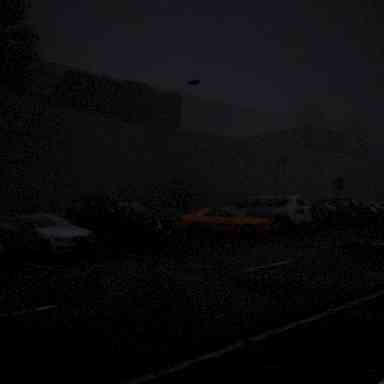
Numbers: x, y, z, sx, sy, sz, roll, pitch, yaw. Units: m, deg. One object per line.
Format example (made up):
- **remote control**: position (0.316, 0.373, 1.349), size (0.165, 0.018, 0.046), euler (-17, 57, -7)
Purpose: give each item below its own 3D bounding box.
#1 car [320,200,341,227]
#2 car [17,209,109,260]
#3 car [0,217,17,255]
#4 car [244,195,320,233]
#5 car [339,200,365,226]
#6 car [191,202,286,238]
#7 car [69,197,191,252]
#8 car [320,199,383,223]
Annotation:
- **car**: position (6.598, 1.479, 21.287), size (4.792, 1.488, 2.163), euler (-1, 0, 35)
- **car**: position (-5.610, 1.535, 12.569), size (4.674, 1.452, 2.002), euler (-1, -1, 35)
- **car**: position (-8.210, 1.490, 10.923), size (5.366, 1.575, 1.946), euler (-1, -1, 35)
- **car**: position (4.151, 1.218, 19.549), size (5.566, 2.045, 2.435), euler (-1, 0, 35)
- **car**: position (9.075, 1.469, 23.023), size (4.674, 1.452, 2.002), euler (-1, -1, 35)
- **car**: position (1.884, 1.478, 17.688), size (5.366, 1.575, 1.946), euler (-1, -1, 35)
- **car**: position (-3.135, 1.247, 14.299), size (5.566, 2.045, 2.435), euler (-1, -1, 35)
- **car**: position (11.491, 1.272, 24.779), size (4.553, 1.767, 2.185), euler (-1, -1, 35)
